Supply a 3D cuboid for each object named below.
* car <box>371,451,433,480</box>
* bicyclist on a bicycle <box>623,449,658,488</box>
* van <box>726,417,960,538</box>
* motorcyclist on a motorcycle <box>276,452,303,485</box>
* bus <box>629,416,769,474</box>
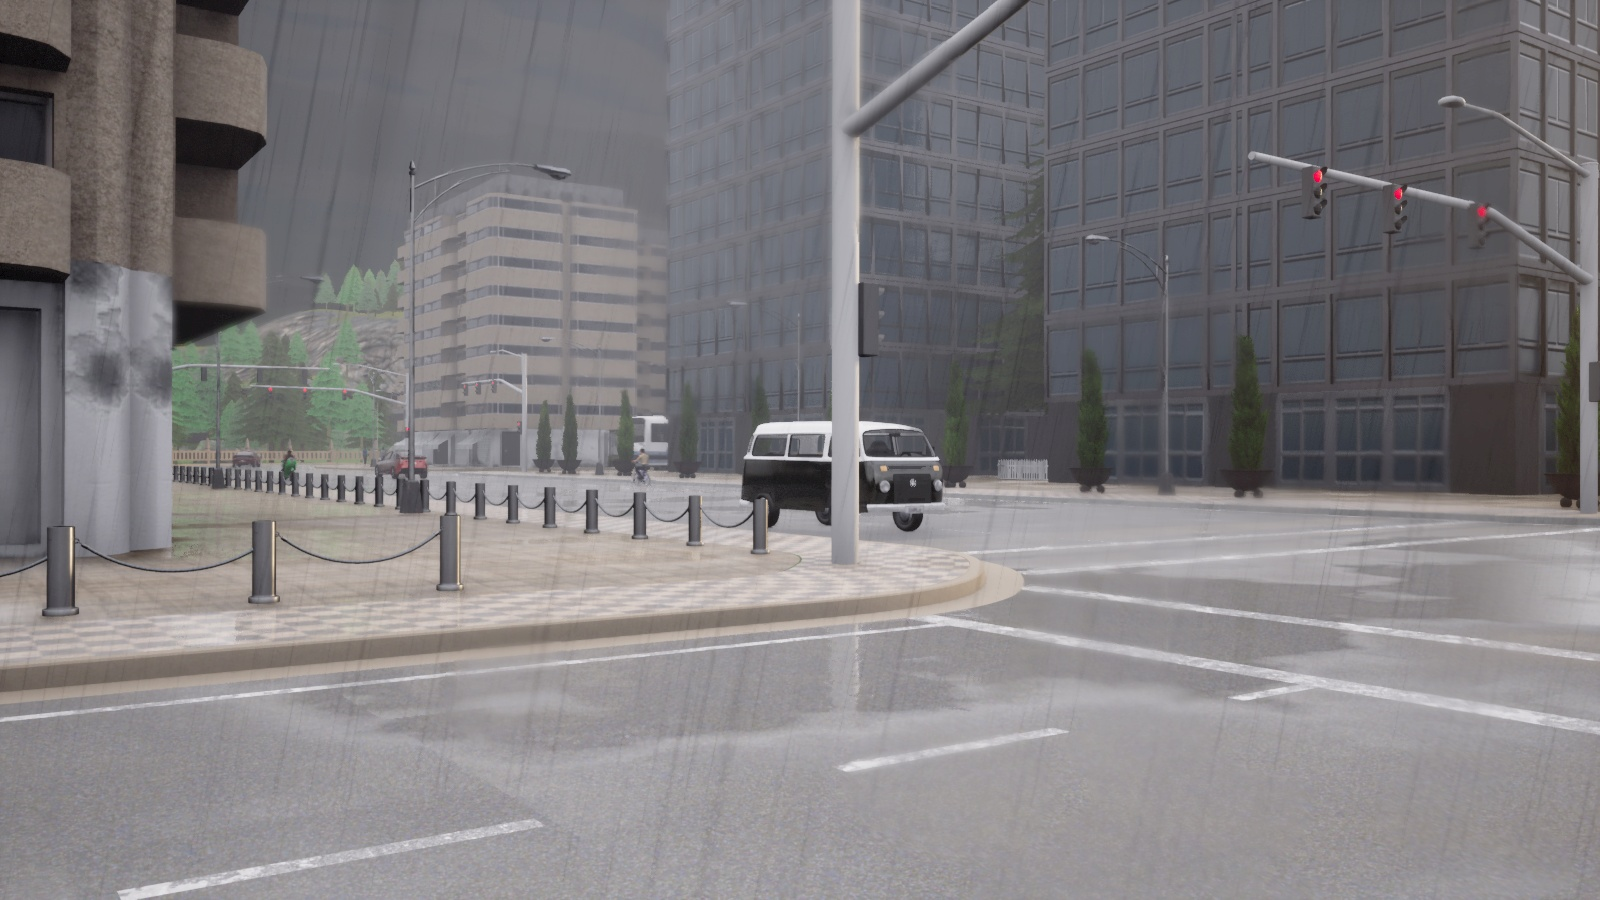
[{"bbox_3d":[-21.780,0.850,68.660,2.007,1.525,4.514,0,0,-34],"label":"car"},{"bbox_3d":[-6.693,0.769,52.763,0.866,1.612,1.509,0,0,-34],"label":"bicyclist on a bicycle"},{"bbox_3d":[0.689,0.469,23.483,2.069,2.038,4.480,0,0,-35],"label":"van"},{"bbox_3d":[-24.472,0.871,60.190,0.797,1.523,2.044,0,0,-34],"label":"motorcyclist on a motorcycle"},{"bbox_3d":[-7.828,-0.376,97.806,10.273,4.253,3.944,0,0,-35],"label":"bus"}]
